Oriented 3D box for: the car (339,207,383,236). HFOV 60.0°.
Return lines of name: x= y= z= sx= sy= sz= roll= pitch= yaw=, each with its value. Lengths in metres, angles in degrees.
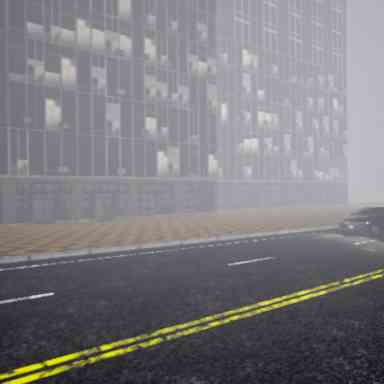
car: x=10.366 y=1.594 z=19.070 sx=4.674 sy=1.442 sz=1.812 roll=0 pitch=0 yaw=-35
